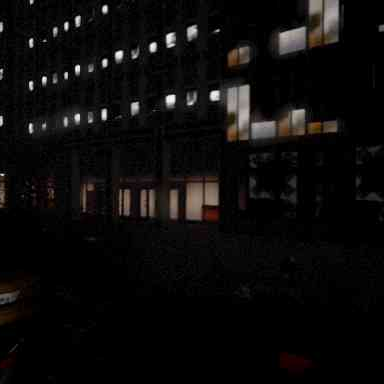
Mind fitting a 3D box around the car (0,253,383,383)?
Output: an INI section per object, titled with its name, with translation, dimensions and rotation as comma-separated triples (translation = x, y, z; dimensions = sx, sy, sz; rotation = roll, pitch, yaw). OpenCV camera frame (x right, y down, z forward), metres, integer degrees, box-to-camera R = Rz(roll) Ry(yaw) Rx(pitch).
[car]
translation = 0.138, 1.440, 2.765
dimensions = 4.097, 1.590, 1.967
rotation = 0, 1, 36
